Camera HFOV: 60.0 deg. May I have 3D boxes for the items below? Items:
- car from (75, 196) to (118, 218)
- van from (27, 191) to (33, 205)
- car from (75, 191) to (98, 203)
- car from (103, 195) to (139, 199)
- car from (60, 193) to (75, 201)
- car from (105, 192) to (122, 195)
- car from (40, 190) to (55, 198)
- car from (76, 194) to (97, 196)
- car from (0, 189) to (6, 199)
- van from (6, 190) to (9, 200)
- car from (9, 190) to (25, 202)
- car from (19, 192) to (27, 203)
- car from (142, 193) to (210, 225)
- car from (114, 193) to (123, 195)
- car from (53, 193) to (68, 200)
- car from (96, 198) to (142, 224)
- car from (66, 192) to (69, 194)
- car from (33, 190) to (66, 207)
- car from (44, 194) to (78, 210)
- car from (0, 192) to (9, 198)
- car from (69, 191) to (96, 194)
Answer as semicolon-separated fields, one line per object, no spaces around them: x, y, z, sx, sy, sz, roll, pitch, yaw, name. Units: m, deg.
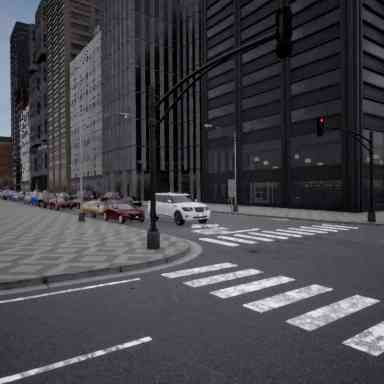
-8.190;1.352;28.432;1.752;1.417;4.829;0;1;-36;car
-21.499;0.968;46.782;1.690;1.788;3.998;0;1;-36;van
-17.898;0.791;56.337;2.192;1.841;5.009;0;1;-36;car
-7.088;1.327;31.601;2.033;1.411;5.357;-1;1;-35;car
-24.504;0.946;65.445;1.802;1.307;4.206;0;1;-36;car
-11.294;0.897;47.231;2.192;1.841;5.009;0;1;-36;car
-34.410;0.506;79.100;2.192;1.841;5.009;0;1;-36;car
-12.979;1.257;39.748;1.994;1.385;4.181;-1;1;-35;car
-38.011;0.661;69.546;2.192;1.841;5.009;0;1;-36;car
-34.708;0.745;64.993;1.690;1.788;3.998;0;1;-36;van
-31.407;0.901;60.441;1.967;1.590;4.097;0;1;-36;car
-24.803;1.124;51.336;2.008;1.369;4.403;0;1;-36;car
-1.078;1.084;23.303;2.150;2.045;5.566;-1;1;-36;car
-7.993;1.198;42.680;1.947;1.339;4.313;0;1;-36;car
-27.806;0.851;69.997;1.887;1.381;4.507;0;1;-36;car
-4.987;1.415;24.017;1.887;1.381;4.507;0;1;-36;car
-21.904;0.828;57.301;2.097;1.767;4.553;-1;1;-36;car
-18.197;0.994;42.228;2.192;1.841;5.009;0;1;-36;car
-14.895;1.274;37.676;1.887;1.381;4.507;0;1;-36;car
-44.617;0.774;78.654;1.887;1.381;4.507;0;1;-36;car
-15.724;0.797;48.847;2.150;2.045;5.566;-1;1;-38;car
